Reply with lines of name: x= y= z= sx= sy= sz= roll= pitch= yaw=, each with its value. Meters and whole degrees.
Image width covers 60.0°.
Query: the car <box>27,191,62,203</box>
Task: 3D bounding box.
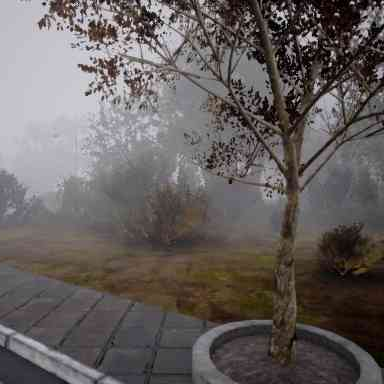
car: x=-18.391 y=0.939 z=41.852 sx=2.150 sy=2.045 sz=5.566 roll=1 pitch=0 yaw=32
